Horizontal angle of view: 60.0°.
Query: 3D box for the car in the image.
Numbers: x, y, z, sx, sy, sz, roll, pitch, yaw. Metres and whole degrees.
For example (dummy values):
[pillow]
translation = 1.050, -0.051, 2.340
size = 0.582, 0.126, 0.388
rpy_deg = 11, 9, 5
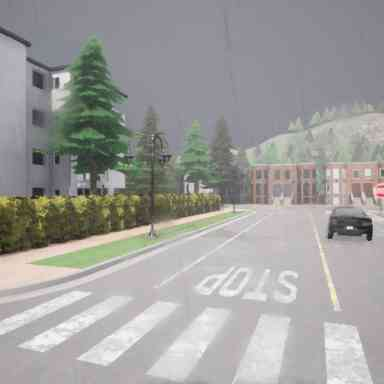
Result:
[car]
translation = 8.033, 1.482, 17.206
size = 1.882, 1.535, 5.008
rpy_deg = 1, 0, 22
